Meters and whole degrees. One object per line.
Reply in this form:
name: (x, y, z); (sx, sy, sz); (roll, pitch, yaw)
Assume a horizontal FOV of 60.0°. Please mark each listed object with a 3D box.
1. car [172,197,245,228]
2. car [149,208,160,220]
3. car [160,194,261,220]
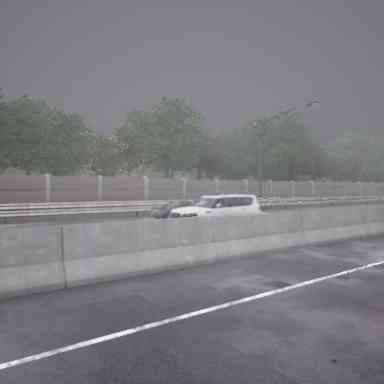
car: (1.155, 1.272, 22.140); (4.553, 1.767, 2.097); (0, 0, -36)
car: (-0.907, 1.425, 24.968); (4.892, 1.490, 1.837); (0, 0, -36)
car: (1.350, 1.155, 17.957); (5.566, 2.045, 2.150); (0, 0, -36)
